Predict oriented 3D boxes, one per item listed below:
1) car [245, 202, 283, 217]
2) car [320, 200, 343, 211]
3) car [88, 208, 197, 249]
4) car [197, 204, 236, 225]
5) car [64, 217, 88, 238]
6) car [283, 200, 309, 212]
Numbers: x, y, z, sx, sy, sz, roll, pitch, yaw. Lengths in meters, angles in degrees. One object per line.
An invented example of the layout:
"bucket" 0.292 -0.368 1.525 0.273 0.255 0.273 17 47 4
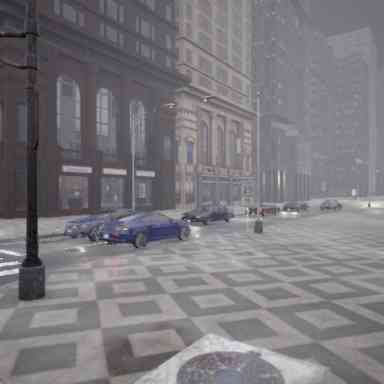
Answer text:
"car" 7.036 1.697 32.971 1.895 1.301 4.718 0 0 36
"car" 18.012 1.677 42.798 2.033 1.411 5.357 0 0 36
"car" -1.996 1.558 14.822 1.812 1.442 4.674 0 0 36
"car" 1.342 1.616 25.035 2.033 1.411 5.357 0 0 36
"car" -4.252 1.565 17.221 1.812 1.442 4.674 0 0 37
"car" 12.935 1.671 41.131 2.033 1.411 5.357 0 0 36
